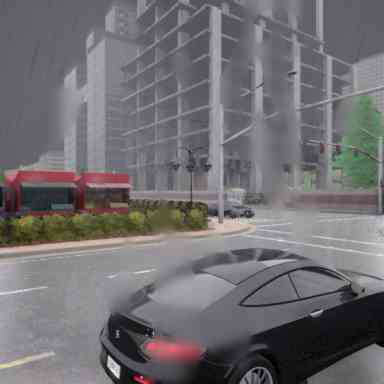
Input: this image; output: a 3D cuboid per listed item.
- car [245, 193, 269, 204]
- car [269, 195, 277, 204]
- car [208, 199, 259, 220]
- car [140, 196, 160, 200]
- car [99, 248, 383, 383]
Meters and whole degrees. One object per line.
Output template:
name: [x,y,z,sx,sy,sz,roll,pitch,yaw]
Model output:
car: [10.824,1.114,57.652,1.905,1.878,3.866,0,0,-36]
car: [13.213,1.114,59.368,1.905,1.878,3.866,0,0,-36]
car: [3.228,1.508,27.819,1.994,1.385,4.181,0,0,-36]
car: [-4.670,1.296,38.695,2.097,1.767,4.553,0,0,-36]
car: [1.114,1.526,4.580,4.674,1.442,1.812,0,0,-35]
